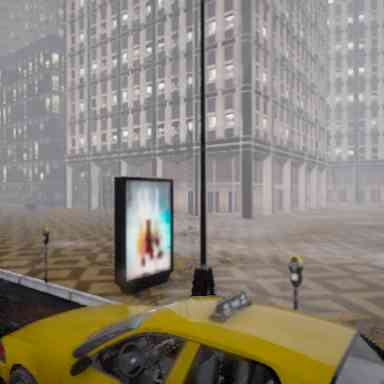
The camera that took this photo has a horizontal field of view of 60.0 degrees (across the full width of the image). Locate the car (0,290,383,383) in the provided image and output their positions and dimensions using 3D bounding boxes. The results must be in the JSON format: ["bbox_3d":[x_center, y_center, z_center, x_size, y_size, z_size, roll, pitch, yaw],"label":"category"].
[{"bbox_3d":[0.093,1.519,2.816,4.829,1.417,1.752,0,0,36],"label":"car"}]
